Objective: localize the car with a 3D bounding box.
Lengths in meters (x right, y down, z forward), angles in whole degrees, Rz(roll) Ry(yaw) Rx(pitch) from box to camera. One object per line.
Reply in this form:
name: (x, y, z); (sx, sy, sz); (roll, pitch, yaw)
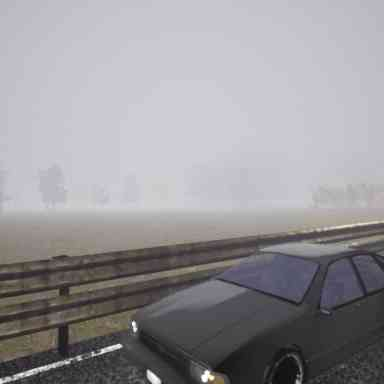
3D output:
car: (1.736, 1.549, 5.040); (5.357, 1.411, 2.033); (0, 0, -37)
